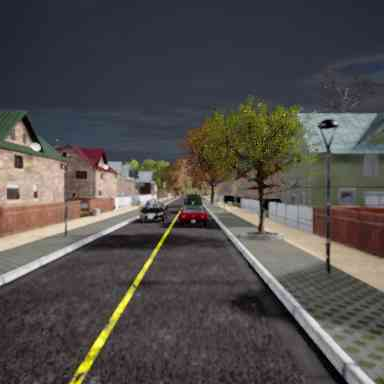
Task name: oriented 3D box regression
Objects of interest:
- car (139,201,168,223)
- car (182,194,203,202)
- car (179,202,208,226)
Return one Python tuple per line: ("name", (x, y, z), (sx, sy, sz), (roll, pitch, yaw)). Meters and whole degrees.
("car", (-2.853, 1.488, 25.415), (2.128, 1.511, 4.902), (0, 0, 0))
("car", (0.091, 1.215, 37.480), (2.150, 2.045, 5.566), (0, 0, 0))
("car", (0.092, 1.598, 23.397), (1.895, 1.301, 4.718), (0, 0, 0))
